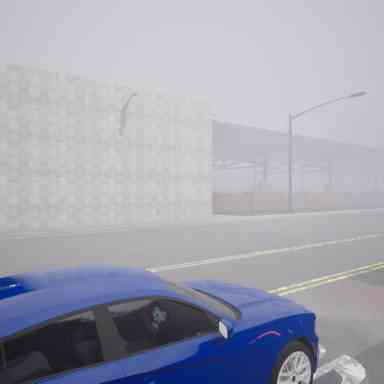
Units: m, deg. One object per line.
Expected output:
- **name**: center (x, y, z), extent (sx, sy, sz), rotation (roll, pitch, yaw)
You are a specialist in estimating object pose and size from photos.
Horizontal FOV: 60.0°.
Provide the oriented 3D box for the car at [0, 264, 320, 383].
- **car**: center (-0.805, 1.478, 3.174), extent (5.008, 1.535, 1.882), rotation (0, 0, -36)
